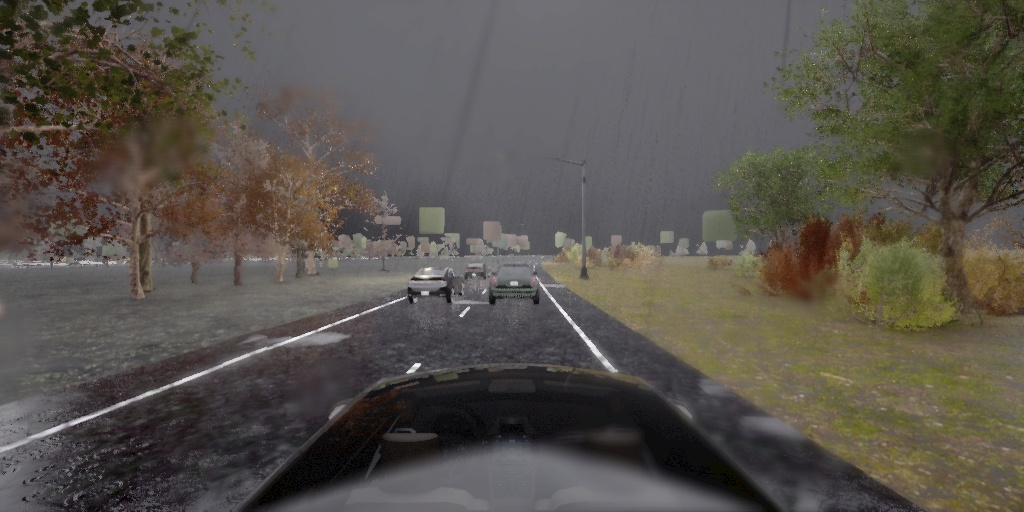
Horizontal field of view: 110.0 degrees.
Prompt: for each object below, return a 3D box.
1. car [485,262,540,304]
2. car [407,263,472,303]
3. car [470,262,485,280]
[{"bbox_3d":[0.122,1.117,16.436,2.097,1.767,4.553,0,0,1],"label":"car"},{"bbox_3d":[-3.377,1.246,16.524,2.128,1.511,4.902,0,0,1],"label":"car"},{"bbox_3d":[-3.007,1.271,31.549,1.837,1.490,4.892,0,0,2],"label":"car"}]
